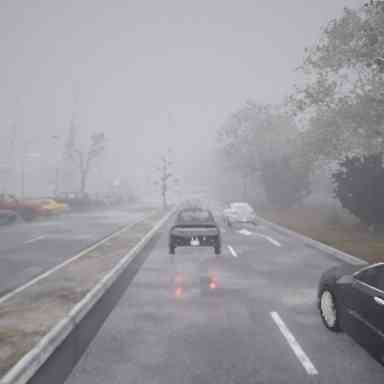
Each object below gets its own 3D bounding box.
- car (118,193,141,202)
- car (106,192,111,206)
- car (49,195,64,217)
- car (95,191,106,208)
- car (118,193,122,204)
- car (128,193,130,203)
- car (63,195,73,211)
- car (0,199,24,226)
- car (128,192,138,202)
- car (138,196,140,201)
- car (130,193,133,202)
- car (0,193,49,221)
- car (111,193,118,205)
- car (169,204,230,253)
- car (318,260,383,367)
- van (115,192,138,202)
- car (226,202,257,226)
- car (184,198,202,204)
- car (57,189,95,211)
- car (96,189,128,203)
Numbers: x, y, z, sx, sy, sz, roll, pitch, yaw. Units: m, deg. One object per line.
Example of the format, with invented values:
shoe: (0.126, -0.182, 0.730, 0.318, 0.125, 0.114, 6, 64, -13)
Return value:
car: (-13.625, 1.165, 72.402, 4.553, 1.767, 2.185, -1, 0, -19)
car: (-13.829, 1.156, 45.340, 4.553, 1.767, 2.185, -1, 0, -20)
car: (-13.635, 1.337, 27.411, 5.366, 1.575, 1.946, -1, 0, -20)
car: (-13.769, 1.159, 42.354, 4.553, 1.767, 2.185, -1, 0, -20)
car: (-13.817, 1.309, 51.335, 4.792, 1.488, 2.163, -1, 0, -20)
car: (-13.957, 1.281, 57.288, 5.366, 1.575, 1.946, -1, 0, -20)
car: (-13.980, 1.327, 30.277, 5.366, 1.575, 1.946, -1, 1, -20)
car: (-13.787, 1.412, 21.356, 4.792, 1.488, 2.163, -1, 0, -20)
car: (-13.788, 1.034, 63.352, 5.566, 2.045, 2.435, -1, 0, -20)
car: (-13.715, 1.035, 66.388, 5.566, 2.045, 2.435, -1, 0, -20)
car: (-13.767, 1.323, 60.355, 4.674, 1.452, 2.002, -1, 0, -20)
car: (-13.791, 1.111, 24.358, 5.566, 2.045, 2.435, -1, 0, -20)
car: (-13.801, 1.281, 48.350, 4.892, 1.521, 2.231, -1, 0, -20)
car: (0.102, 1.441, 13.364, 2.128, 1.511, 4.902, 0, 0, 0)
car: (3.101, 1.499, 3.894, 1.837, 1.490, 4.892, 0, 0, 0)
van: (-13.600, 1.062, 69.425, 4.442, 1.987, 1.878, -1, 0, -19)
car: (3.103, 1.411, 22.080, 1.812, 1.442, 4.674, 0, 0, 0)
car: (0.104, 1.364, 34.363, 2.033, 1.411, 5.357, 0, 0, 0)
car: (-13.830, 1.050, 36.327, 5.566, 2.045, 2.435, -1, 1, -20)
car: (-13.817, 1.029, 54.338, 5.566, 2.045, 2.435, -1, 0, -20)
